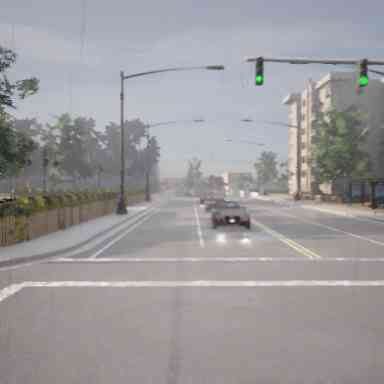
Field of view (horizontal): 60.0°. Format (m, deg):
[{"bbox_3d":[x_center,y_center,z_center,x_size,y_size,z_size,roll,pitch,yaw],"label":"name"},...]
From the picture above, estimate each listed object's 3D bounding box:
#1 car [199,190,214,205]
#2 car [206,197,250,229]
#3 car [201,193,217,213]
[{"bbox_3d":[1.979,0.567,40.655,2.097,1.767,4.553,0,1,0],"label":"car"},{"bbox_3d":[2.013,1.218,18.621,1.994,1.385,4.181,0,1,0],"label":"car"},{"bbox_3d":[1.996,1.057,28.542,1.895,1.301,4.718,0,1,0],"label":"car"}]
